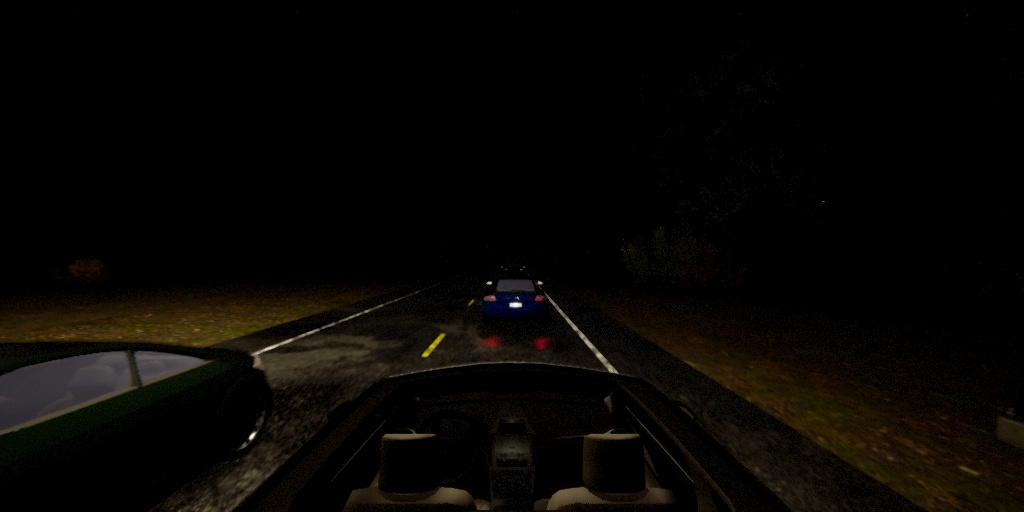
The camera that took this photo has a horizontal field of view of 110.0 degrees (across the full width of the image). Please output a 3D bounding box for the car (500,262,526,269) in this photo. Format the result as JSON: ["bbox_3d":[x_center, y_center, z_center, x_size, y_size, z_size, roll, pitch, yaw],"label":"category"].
[{"bbox_3d":[0.105,1.237,29.353,2.128,1.511,4.902,0,0,0],"label":"car"}]

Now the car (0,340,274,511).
[{"bbox_3d":[-3.596,1.314,2.191,1.994,1.385,4.181,0,0,0],"label":"car"}]

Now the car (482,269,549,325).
[{"bbox_3d":[0.102,1.314,11.852,1.994,1.385,4.181,0,0,0],"label":"car"}]
